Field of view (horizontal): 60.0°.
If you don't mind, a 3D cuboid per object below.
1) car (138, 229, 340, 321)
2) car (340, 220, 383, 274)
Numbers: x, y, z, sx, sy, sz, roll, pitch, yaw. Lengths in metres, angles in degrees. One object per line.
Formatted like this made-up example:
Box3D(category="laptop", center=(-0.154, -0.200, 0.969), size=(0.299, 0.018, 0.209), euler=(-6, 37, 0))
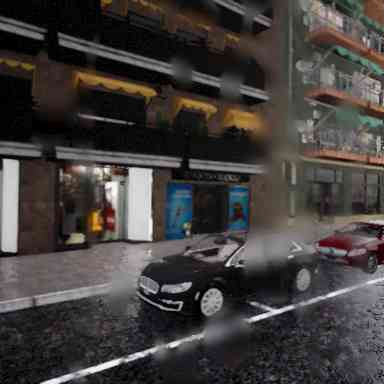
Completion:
Box3D(category="car", center=(0.972, 1.553, 7.234), size=(4.403, 1.369, 2.008), euler=(0, 1, -35))
Box3D(category="car", center=(5.610, 1.584, 10.543), size=(4.206, 1.307, 1.802), euler=(0, 1, -35))
